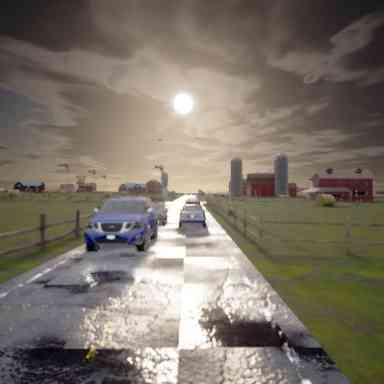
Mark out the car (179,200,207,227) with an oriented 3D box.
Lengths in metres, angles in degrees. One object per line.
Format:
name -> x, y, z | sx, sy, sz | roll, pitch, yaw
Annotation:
car -> 0.046, 1.545, 22.917 | 2.033, 1.411, 5.357 | 0, 0, 1

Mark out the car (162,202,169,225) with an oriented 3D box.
car -> -2.746, 1.501, 24.296 | 1.837, 1.490, 4.892 | 0, 0, 0

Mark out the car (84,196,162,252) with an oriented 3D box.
car -> -2.773, 1.221, 14.226 | 2.150, 2.045, 5.566 | 0, 0, 1

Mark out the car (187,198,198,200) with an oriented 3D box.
car -> 0.095, 1.473, 43.020 | 1.882, 1.535, 5.008 | 0, 0, 0
